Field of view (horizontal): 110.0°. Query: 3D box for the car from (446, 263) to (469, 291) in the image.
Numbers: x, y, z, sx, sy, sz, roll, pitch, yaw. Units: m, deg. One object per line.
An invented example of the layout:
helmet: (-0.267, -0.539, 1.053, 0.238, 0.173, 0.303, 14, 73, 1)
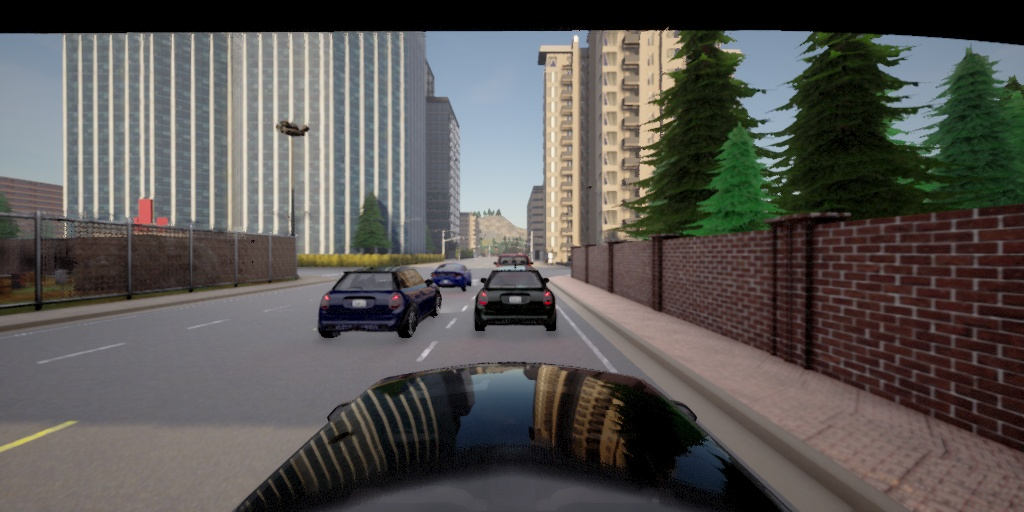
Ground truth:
car: (-3.436, 1.151, 20.914, 1.882, 1.535, 5.008, 0, 0, -1)

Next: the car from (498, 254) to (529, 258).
car: (0.089, 0.896, 20.542, 2.150, 2.045, 5.566, 0, 0, 0)

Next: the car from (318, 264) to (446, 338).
car: (-3.414, 1.069, 10.144, 2.097, 1.767, 4.553, 0, 0, 0)

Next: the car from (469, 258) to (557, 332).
car: (0.085, 1.067, 10.834, 2.097, 1.767, 4.553, 0, 0, 0)
